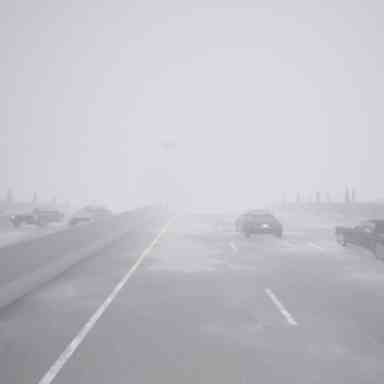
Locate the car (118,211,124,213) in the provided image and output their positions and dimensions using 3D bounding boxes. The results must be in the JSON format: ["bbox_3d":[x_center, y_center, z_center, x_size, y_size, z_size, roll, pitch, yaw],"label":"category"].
[{"bbox_3d":[-13.998,4.341,64.829,1.994,1.385,4.181,0,-7,0],"label":"car"}]

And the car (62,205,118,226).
[{"bbox_3d":[-7.093,1.648,23.824,2.033,1.411,5.357,0,0,0],"label":"car"}]

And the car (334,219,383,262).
[{"bbox_3d":[7.103,1.654,12.365,1.895,1.301,4.718,0,0,0],"label":"car"}]

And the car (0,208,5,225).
[{"bbox_3d":[-14.093,1.696,22.418,1.895,1.301,4.718,0,0,0],"label":"car"}]

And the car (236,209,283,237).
[{"bbox_3d":[3.604,1.642,18.390,1.994,1.385,4.181,0,0,0],"label":"car"}]

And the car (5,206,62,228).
[{"bbox_3d":[-10.593,1.699,23.176,1.895,1.301,4.718,0,0,0],"label":"car"}]
